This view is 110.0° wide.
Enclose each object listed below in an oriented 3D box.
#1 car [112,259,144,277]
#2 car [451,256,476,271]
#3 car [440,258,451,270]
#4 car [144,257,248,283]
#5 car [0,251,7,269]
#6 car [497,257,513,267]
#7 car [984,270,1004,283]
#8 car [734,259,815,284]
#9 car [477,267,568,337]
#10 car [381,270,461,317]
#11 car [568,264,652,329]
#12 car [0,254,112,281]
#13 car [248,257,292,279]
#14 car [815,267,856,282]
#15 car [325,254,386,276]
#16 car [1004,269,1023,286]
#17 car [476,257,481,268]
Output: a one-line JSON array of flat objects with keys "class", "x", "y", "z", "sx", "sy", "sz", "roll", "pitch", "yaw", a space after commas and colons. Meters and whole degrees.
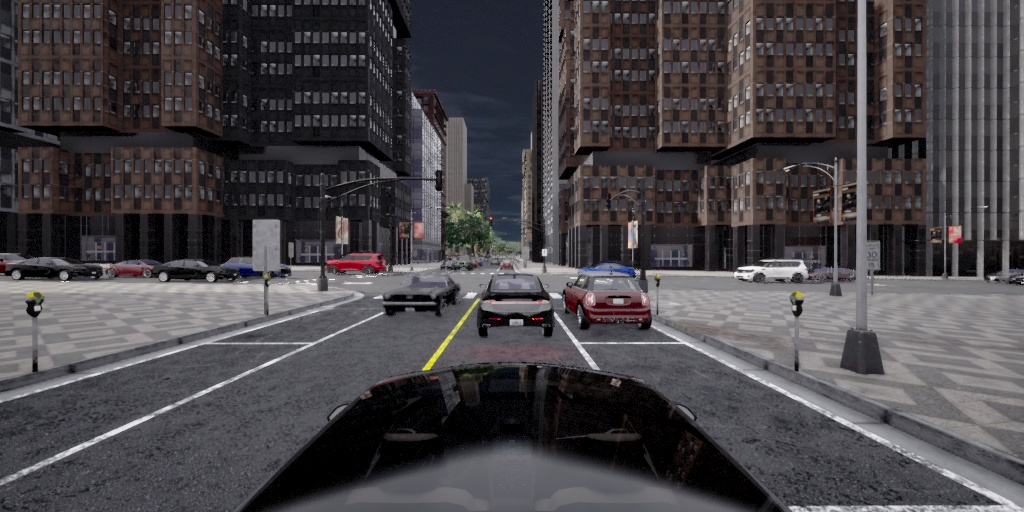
[{"class": "car", "x": -28.206, "y": 0.945, "z": 27.472, "sx": 4.181, "sy": 1.385, "sz": 1.994, "roll": 1, "pitch": 0, "yaw": -1}, {"class": "car", "x": -6.588, "y": 0.972, "z": 49.372, "sx": 2.150, "sy": 2.045, "sz": 5.566, "roll": 0, "pitch": 0, "yaw": 0}, {"class": "car", "x": -9.284, "y": 1.322, "z": 52.474, "sx": 1.948, "sy": 1.339, "sz": 4.313, "roll": 0, "pitch": 0, "yaw": -1}, {"class": "car", "x": -21.272, "y": 0.960, "z": 24.288, "sx": 5.008, "sy": 1.535, "sz": 1.882, "roll": 1, "pitch": 0, "yaw": -1}, {"class": "car", "x": -51.680, "y": 0.379, "z": 33.970, "sx": 4.553, "sy": 1.767, "sz": 2.097, "roll": 1, "pitch": 0, "yaw": -1}, {"class": "car", "x": -0.759, "y": 1.196, "z": 52.552, "sx": 1.967, "sy": 1.591, "sz": 4.097, "roll": 0, "pitch": 0, "yaw": -1}, {"class": "car", "x": 49.004, "y": 2.013, "z": 34.759, "sx": 4.902, "sy": 1.511, "sz": 2.128, "roll": 1, "pitch": 0, "yaw": -1}, {"class": "car", "x": 22.656, "y": 1.319, "z": 31.376, "sx": 5.566, "sy": 2.045, "sz": 2.150, "roll": 0, "pitch": 0, "yaw": 0}, {"class": "car", "x": 0.076, "y": 1.241, "z": 10.285, "sx": 2.128, "sy": 1.511, "sz": 4.902, "roll": 0, "pitch": 0, "yaw": -1}, {"class": "car", "x": -3.148, "y": 1.350, "z": 13.260, "sx": 1.895, "sy": 1.301, "sz": 4.718, "roll": 0, "pitch": 0, "yaw": 0}, {"class": "car", "x": 2.734, "y": 1.189, "z": 11.171, "sx": 1.967, "sy": 1.591, "sz": 4.097, "roll": 0, "pitch": 0, "yaw": 0}, {"class": "car", "x": -30.739, "y": 0.826, "z": 24.207, "sx": 5.008, "sy": 1.535, "sz": 1.882, "roll": 1, "pitch": 0, "yaw": 0}, {"class": "car", "x": -19.563, "y": 0.854, "z": 27.554, "sx": 4.553, "sy": 1.767, "sz": 2.097, "roll": 1, "pitch": 0, "yaw": 0}, {"class": "car", "x": 30.894, "y": 1.764, "z": 34.697, "sx": 5.357, "sy": 1.411, "sz": 2.033, "roll": 1, "pitch": 0, "yaw": 0}, {"class": "car", "x": -14.935, "y": 0.781, "z": 34.306, "sx": 5.566, "sy": 2.045, "sz": 2.150, "roll": 1, "pitch": 0, "yaw": 0}, {"class": "car", "x": 47.562, "y": 2.015, "z": 31.509, "sx": 5.357, "sy": 1.411, "sz": 2.033, "roll": 1, "pitch": 0, "yaw": 0}, {"class": "car", "x": -6.668, "y": 1.249, "z": 59.362, "sx": 1.882, "sy": 1.535, "sz": 5.008, "roll": 0, "pitch": 0, "yaw": 0}]
